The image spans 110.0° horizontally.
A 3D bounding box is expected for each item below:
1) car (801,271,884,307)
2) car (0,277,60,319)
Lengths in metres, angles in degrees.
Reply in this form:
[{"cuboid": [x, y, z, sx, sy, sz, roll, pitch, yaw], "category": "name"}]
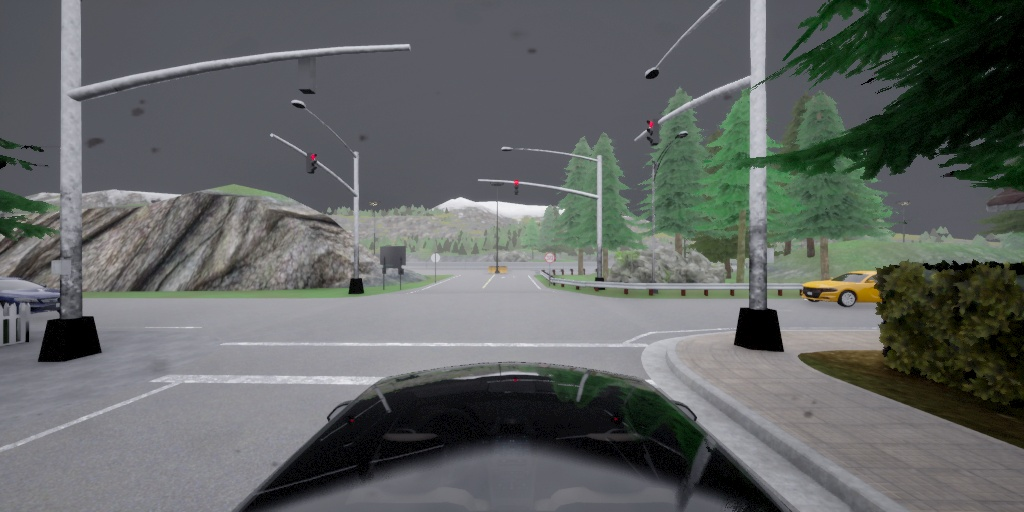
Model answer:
[{"cuboid": [15.954, 1.419, 16.193, 5.008, 1.535, 1.882, 0, 0, 0], "category": "car"}, {"cuboid": [-18.279, 1.467, 12.677, 4.674, 1.442, 1.812, 0, 0, 0], "category": "car"}]
